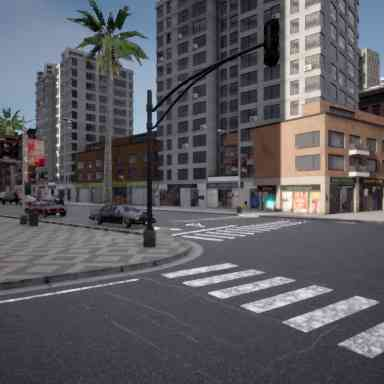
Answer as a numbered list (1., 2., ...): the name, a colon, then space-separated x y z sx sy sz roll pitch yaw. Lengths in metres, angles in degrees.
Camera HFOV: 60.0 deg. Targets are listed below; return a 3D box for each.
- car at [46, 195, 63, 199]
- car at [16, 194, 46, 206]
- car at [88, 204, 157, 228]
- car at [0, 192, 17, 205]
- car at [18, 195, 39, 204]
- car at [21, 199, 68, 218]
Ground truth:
1. car: -21.207 1.184 50.404 4.553 1.767 2.097 0 0 45
2. car: -23.199 1.361 47.806 4.674 1.442 1.812 0 0 45
3. car: -4.818 1.523 22.387 5.357 1.411 2.033 0 0 40
4. car: -30.291 0.991 54.724 2.150 2.045 5.566 0 0 -44
5. car: -28.251 1.270 57.286 1.837 1.490 4.892 0 0 -44
6. car: -12.854 1.535 29.246 4.718 1.301 1.895 0 0 41
